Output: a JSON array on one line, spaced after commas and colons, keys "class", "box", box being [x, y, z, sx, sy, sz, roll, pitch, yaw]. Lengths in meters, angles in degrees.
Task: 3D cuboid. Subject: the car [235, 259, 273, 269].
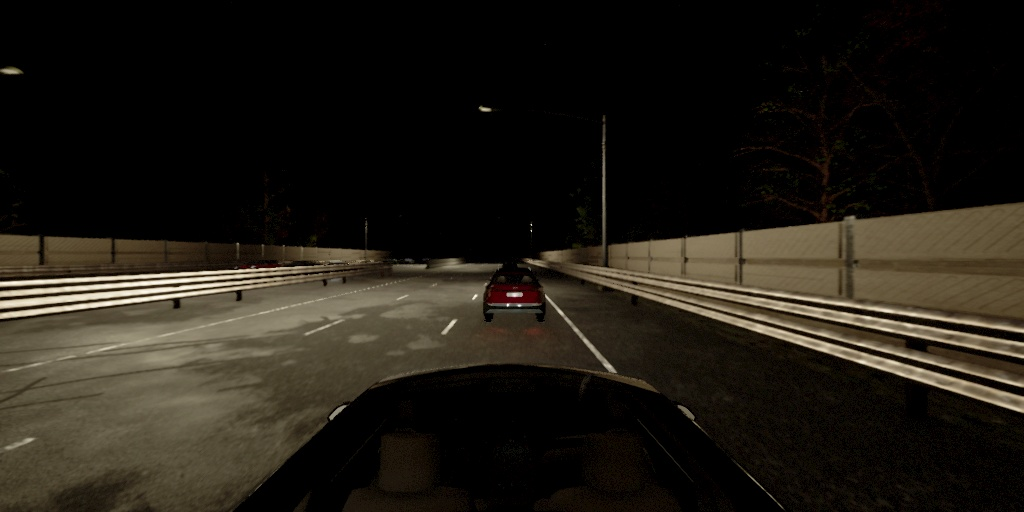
[{"class": "car", "box": [-24.848, 1.115, 35.198, 2.097, 1.767, 4.553, 0, 0, 0]}]

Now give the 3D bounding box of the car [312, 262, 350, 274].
[{"class": "car", "box": [-17.852, 1.288, 36.328, 1.812, 1.442, 4.674, 0, 0, 0]}]

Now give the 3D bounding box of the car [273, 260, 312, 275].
[{"class": "car", "box": [-21.351, 1.241, 36.259, 1.882, 1.535, 5.008, 0, 0, 0]}]

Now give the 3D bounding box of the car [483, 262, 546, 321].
[{"class": "car", "box": [0.070, 1.183, 12.585, 2.033, 1.649, 4.856, 0, 0, 0]}]

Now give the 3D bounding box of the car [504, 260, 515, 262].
[{"class": "car", "box": [-0.270, 1.269, 43.218, 1.837, 1.490, 4.892, 0, 0, -1]}]
